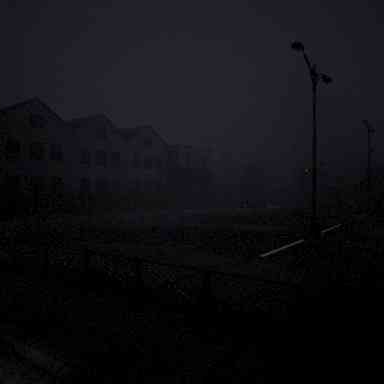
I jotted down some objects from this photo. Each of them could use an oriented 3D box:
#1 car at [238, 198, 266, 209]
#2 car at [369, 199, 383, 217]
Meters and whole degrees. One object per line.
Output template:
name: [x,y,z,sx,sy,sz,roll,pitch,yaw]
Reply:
car: [7.748,1.409,42.215,1.895,1.301,4.718,0,0,36]
car: [15.523,1.298,26.745,2.007,1.523,4.514,0,0,35]
